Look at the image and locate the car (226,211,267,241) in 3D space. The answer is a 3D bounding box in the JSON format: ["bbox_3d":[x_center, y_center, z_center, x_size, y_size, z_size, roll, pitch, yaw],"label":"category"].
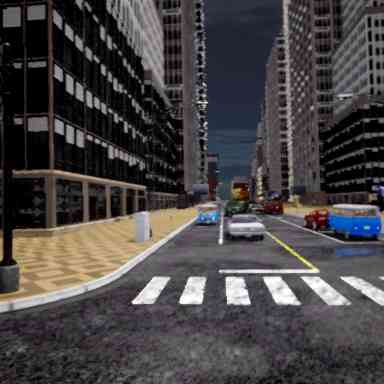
[{"bbox_3d":[3.127,2.018,19.506,1.895,1.301,4.718,-1,-1,5],"label":"car"}]

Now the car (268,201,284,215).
[{"bbox_3d":[11.456,2.189,46.155,2.192,1.841,5.009,-1,-1,5],"label":"car"}]

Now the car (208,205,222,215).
[{"bbox_3d":[3.640,2.751,52.445,2.008,1.369,4.403,-1,-1,5],"label":"car"}]

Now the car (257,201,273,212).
[{"bbox_3d":[12.498,2.431,57.182,2.192,1.841,5.009,-1,-1,5],"label":"car"}]

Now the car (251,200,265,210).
[{"bbox_3d":[13.540,2.673,68.209,2.192,1.841,5.009,-1,-1,5],"label":"car"}]

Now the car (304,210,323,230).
[{"bbox_3d":[9.400,1.933,24.096,1.887,1.381,4.507,-1,-1,5],"label":"car"}]

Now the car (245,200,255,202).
[{"bbox_3d":[9.586,2.351,55.032,2.150,2.045,5.566,-1,-1,5],"label":"car"}]

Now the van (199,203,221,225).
[{"bbox_3d":[1.553,2.056,30.397,1.690,1.788,3.998,-1,-1,5],"label":"van"}]

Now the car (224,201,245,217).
[{"bbox_3d":[5.443,2.173,43.687,2.150,2.045,5.566,-1,-2,6],"label":"car"}]

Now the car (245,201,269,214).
[{"bbox_3d":[8.654,2.392,44.633,2.128,1.511,4.902,-1,-1,6],"label":"car"}]

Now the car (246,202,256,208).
[{"bbox_3d":[14.435,3.127,81.196,1.882,1.535,5.008,-1,-1,5],"label":"car"}]

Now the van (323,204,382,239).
[{"bbox_3d":[8.966,1.605,18.581,1.690,1.788,3.998,-1,-1,5],"label":"van"}]

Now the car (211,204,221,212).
[{"bbox_3d":[4.683,3.024,63.472,1.802,1.307,4.206,-1,-1,5],"label":"car"}]

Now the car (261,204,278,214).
[{"bbox_3d":[11.981,2.540,51.663,1.887,1.381,4.507,-1,-1,5],"label":"car"}]
